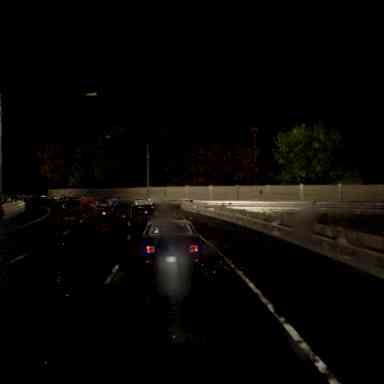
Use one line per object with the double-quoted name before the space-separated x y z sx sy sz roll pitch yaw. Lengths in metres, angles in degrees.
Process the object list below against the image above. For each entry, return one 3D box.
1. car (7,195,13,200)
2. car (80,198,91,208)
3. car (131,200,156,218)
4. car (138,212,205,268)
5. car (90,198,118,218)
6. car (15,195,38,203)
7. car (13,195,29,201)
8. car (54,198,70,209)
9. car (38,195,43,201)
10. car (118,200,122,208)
"car" -45.350 1.523 81.122 4.892 1.490 1.837 0 0 38
"car" -15.143 1.577 48.327 1.812 1.442 4.674 0 0 -26
"car" -4.536 1.505 30.641 2.128 1.511 4.902 0 0 -15
"car" -0.786 1.602 11.391 1.895 1.301 4.718 0 0 -6
"car" -8.088 1.533 30.381 1.837 1.490 4.892 0 0 -16
"car" -35.862 1.654 72.110 2.128 1.511 4.902 0 0 -45
"car" -43.114 1.565 83.815 4.181 1.385 1.994 0 0 38
"car" -18.366 1.571 46.929 1.837 1.490 4.892 0 0 -26
"car" -40.439 1.541 86.219 4.902 1.511 2.128 0 0 38
"car" -11.635 1.602 49.035 1.994 1.385 4.181 0 0 -26
